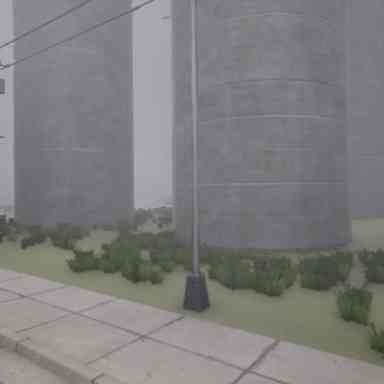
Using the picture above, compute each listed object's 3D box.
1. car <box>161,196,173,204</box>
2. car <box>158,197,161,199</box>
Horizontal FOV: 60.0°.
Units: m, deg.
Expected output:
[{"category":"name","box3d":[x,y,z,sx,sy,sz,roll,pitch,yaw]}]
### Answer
[{"category":"car","box3d":[-3.713,1.621,67.663,3.866,1.878,1.905,-1,0,35]},{"category":"car","box3d":[-7.583,1.936,85.452,3.905,1.438,1.784,-1,0,35]}]
